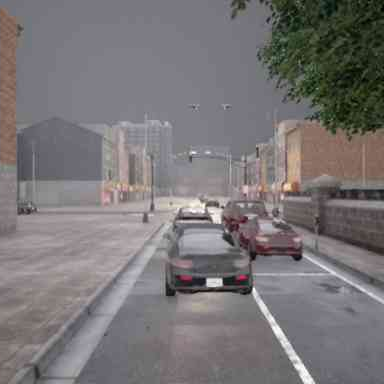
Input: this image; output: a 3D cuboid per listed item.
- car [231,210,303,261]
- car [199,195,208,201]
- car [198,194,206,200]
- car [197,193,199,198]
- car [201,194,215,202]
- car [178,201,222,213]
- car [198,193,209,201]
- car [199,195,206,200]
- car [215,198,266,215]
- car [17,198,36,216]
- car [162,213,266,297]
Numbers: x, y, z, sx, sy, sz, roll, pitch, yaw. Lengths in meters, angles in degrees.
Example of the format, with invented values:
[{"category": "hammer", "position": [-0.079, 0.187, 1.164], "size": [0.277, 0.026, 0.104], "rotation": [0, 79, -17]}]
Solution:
[{"category": "car", "position": [2.632, 1.528, 11.793], "size": [1.802, 1.307, 4.206], "rotation": [1, 0, 0]}, {"category": "car", "position": [2.564, 1.368, 76.296], "size": [1.802, 1.307, 4.206], "rotation": [0, 0, 0]}, {"category": "car", "position": [2.552, 1.329, 87.171], "size": [2.008, 1.369, 4.403], "rotation": [0, 0, 0]}, {"category": "car", "position": [2.577, 1.114, 65.421], "size": [2.192, 1.841, 5.009], "rotation": [1, 0, 0]}, {"category": "car", "position": [2.599, 1.387, 43.672], "size": [1.887, 1.381, 4.507], "rotation": [1, 0, 0]}, {"category": "car", "position": [0.060, 1.421, 16.129], "size": [2.128, 1.511, 4.902], "rotation": [0, 0, 0]}, {"category": "car", "position": [2.581, 1.352, 59.984], "size": [1.887, 1.381, 4.507], "rotation": [1, 0, 0]}, {"category": "car", "position": [2.558, 1.363, 81.734], "size": [1.802, 1.307, 4.206], "rotation": [0, 0, 0]}, {"category": "car", "position": [2.630, 1.240, 17.241], "size": [2.192, 1.841, 5.009], "rotation": [1, 0, 0]}, {"category": "car", "position": [-16.525, 1.063, 28.775], "size": [5.566, 2.045, 2.150], "rotation": [0, 0, 0]}, {"category": "car", "position": [0.250, 1.487, 8.403], "size": [1.812, 1.442, 4.674], "rotation": [0, 0, -4]}]
